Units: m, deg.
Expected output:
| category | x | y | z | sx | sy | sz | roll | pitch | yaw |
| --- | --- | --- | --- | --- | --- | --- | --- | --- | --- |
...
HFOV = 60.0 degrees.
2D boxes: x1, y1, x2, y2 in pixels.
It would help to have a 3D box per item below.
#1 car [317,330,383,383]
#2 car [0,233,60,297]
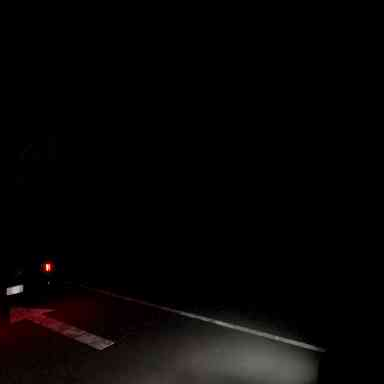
| category | x | y | z | sx | sy | sz | roll | pitch | yaw |
| --- | --- | --- | --- | --- | --- | --- | --- | --- | --- |
| car | 3.084 | 1.526 | 1.718 | 4.674 | 1.442 | 1.812 | 0 | 0 | 36 |
| car | -5.211 | 1.601 | 7.713 | 4.718 | 1.301 | 1.895 | 0 | 0 | 35 |
